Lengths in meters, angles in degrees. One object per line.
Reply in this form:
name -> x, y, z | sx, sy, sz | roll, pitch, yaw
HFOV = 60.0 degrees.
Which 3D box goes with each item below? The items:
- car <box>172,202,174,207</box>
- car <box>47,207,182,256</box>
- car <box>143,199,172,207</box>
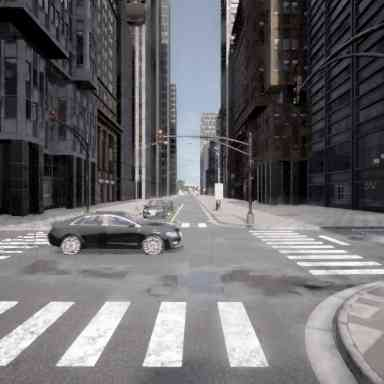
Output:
car -> -3.204, 1.578, 39.504 | 1.994, 1.385, 4.181 | 0, 0, -1
car -> -2.833, 1.494, 12.501 | 4.902, 1.511, 2.128 | 0, 0, 0
car -> -3.176, 1.500, 29.438 | 2.128, 1.511, 4.902 | 0, 0, 0
